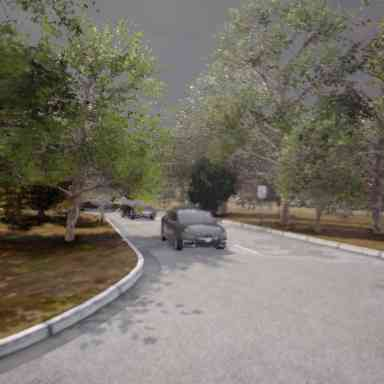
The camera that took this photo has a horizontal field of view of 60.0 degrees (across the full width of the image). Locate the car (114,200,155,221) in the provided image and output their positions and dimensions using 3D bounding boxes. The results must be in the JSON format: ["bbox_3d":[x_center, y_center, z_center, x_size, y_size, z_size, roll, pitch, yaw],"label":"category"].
[{"bbox_3d":[-4.203,1.350,25.772,2.128,1.511,4.902,2,0,-25],"label":"car"}]

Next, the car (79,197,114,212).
[{"bbox_3d":[-10.303,1.335,36.257,4.902,1.511,2.128,1,-1,23],"label":"car"}]

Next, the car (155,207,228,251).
[{"bbox_3d":[-0.079,1.402,13.540,1.837,1.490,4.892,2,-1,-15],"label":"car"}]
